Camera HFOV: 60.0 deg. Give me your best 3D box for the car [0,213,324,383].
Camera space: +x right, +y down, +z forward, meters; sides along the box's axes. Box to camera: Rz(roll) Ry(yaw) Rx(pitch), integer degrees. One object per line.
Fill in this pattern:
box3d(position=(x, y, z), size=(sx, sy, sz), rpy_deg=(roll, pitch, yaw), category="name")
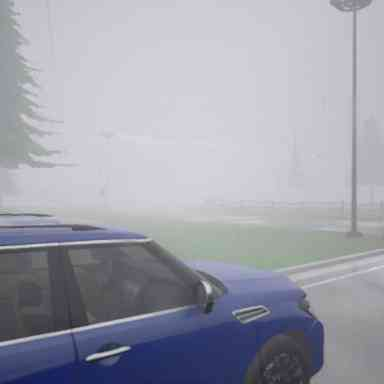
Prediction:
box3d(position=(-1.215, 1.222, 2.880), size=(5.566, 2.045, 2.150), rpy_deg=(1, 0, -36), category="car")
